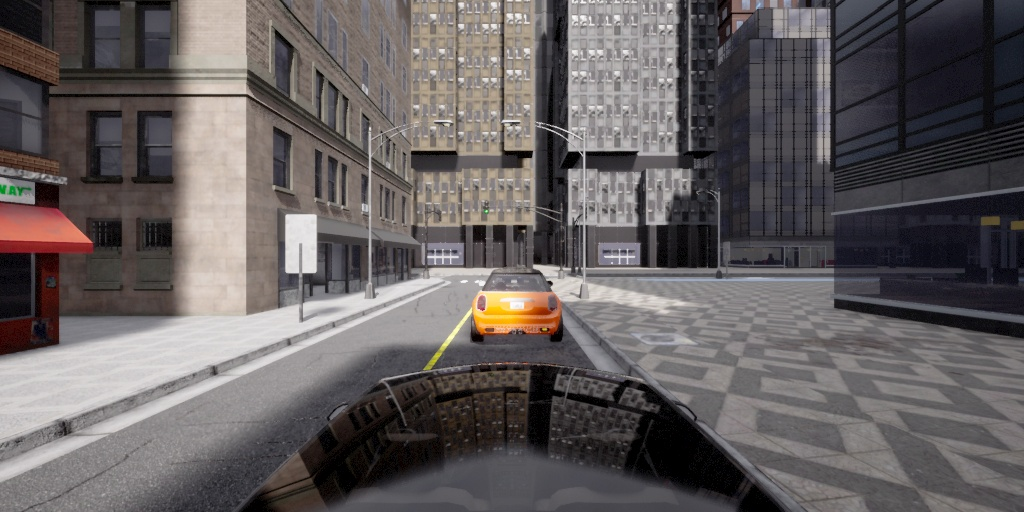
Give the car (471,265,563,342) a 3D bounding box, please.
[{"bbox_3d":[0.104,1.102,9.968,2.097,1.767,4.553,0,0,0],"label":"car"}]
